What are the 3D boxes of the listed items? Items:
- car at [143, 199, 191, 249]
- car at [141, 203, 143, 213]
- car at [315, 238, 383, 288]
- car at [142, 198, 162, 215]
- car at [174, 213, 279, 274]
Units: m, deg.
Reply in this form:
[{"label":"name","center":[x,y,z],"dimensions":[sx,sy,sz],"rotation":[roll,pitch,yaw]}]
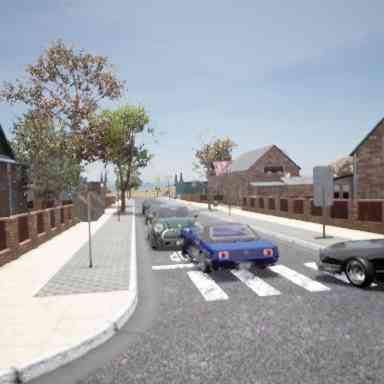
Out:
[{"label":"car","center":[-0.862,1.368,14.861],"dimensions":[2.097,1.767,4.553],"rotation":[-2,0,-11]},{"label":"car","center":[-2.510,1.575,24.841],"dimensions":[1.994,1.385,4.181],"rotation":[-2,0,-10]},{"label":"car","center":[5.557,1.414,7.068],"dimensions":[5.357,1.411,2.033],"rotation":[-1,0,41]},{"label":"car","center":[-4.317,1.491,35.224],"dimensions":[1.882,1.535,5.008],"rotation":[-2,0,-10]},{"label":"car","center":[0.869,1.581,10.638],"dimensions":[1.895,1.301,4.718],"rotation":[-1,1,-13]}]
